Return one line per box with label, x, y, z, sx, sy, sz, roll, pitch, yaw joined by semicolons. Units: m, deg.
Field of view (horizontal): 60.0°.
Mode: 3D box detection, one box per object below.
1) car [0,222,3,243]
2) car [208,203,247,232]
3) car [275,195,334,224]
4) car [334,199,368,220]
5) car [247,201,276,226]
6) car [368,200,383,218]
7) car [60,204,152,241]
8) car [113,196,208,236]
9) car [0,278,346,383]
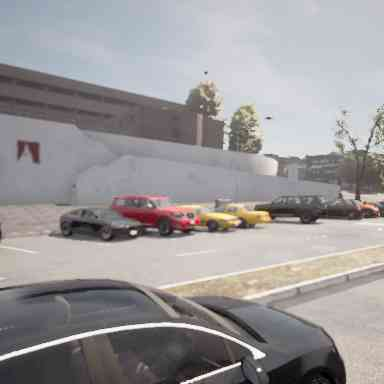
car;-9.595;1.490;13.378;5.008;1.535;2.097;-1;-1;35
car;0.334;1.492;20.248;5.366;1.575;1.946;-1;-1;35
car;7.480;1.273;25.587;5.566;2.045;2.435;-1;-1;35
car;12.420;1.428;29.038;4.553;1.767;2.185;-1;-1;35
car;2.466;1.504;22.194;5.366;1.575;1.946;-1;-1;35
car;14.815;1.448;30.822;4.553;1.767;2.185;-1;-1;34
car;-4.684;1.520;16.854;4.792;1.488;2.163;-1;-1;34
car;-2.241;1.243;18.602;5.566;2.045;2.435;-1;-1;34
car;-0.727;1.505;2.614;4.892;1.490;1.837;0;0;-36
